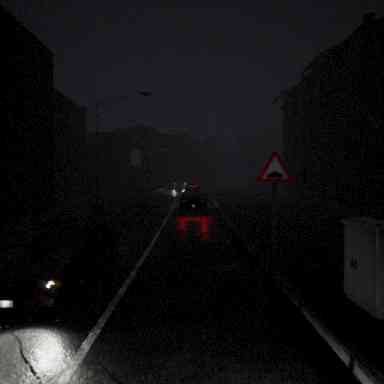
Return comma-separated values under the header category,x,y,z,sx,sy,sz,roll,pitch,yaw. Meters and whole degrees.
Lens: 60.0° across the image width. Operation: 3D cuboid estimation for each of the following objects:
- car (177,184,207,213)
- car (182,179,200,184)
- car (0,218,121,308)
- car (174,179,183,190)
category,x,y,z,sx,sy,sz,roll,pitch,yaw
car,0.079,0.546,24.107,1.882,1.535,5.008,0,5,0
car,0.255,-0.598,41.127,2.128,1.511,4.902,0,4,3
car,-3.105,1.401,8.172,2.033,1.411,5.357,0,2,0
car,-1.055,-1.264,50.895,2.097,1.767,4.553,1,3,24
